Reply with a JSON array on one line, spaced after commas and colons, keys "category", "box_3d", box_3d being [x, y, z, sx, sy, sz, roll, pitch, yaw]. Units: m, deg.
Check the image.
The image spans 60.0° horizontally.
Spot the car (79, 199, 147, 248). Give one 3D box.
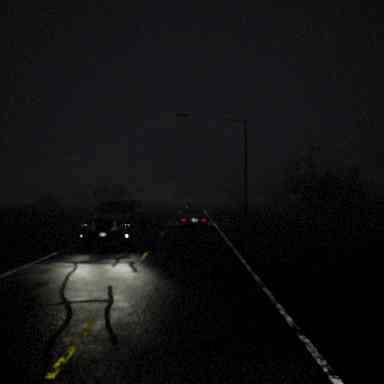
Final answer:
[{"category": "car", "box_3d": [-3.504, 1.350, 15.854, 2.150, 2.045, 5.566, 0, -1, 0]}]

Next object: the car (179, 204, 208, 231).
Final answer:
[{"category": "car", "box_3d": [0.099, 1.747, 22.286, 2.033, 1.411, 5.357, 0, 0, 0]}]

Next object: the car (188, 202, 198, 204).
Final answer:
[{"category": "car", "box_3d": [0.096, 1.933, 41.352, 1.994, 1.385, 4.181, 0, -1, 0]}]
